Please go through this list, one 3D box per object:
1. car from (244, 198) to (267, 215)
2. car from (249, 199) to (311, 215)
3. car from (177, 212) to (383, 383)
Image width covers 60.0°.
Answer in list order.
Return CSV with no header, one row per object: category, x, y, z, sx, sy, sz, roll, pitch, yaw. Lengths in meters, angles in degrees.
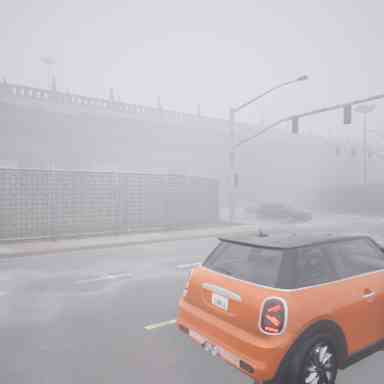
car,7.181,1.408,32.036,2.097,1.767,4.553,0,0,-36
car,7.112,1.556,26.113,1.837,1.490,4.892,0,0,-36
car,2.081,1.352,5.272,4.553,1.767,2.097,0,0,-35
